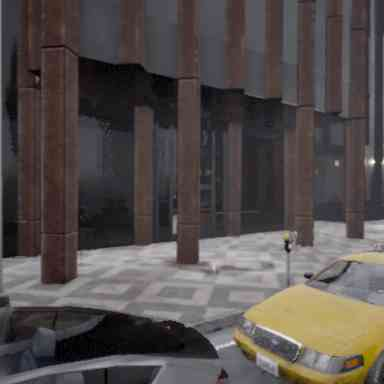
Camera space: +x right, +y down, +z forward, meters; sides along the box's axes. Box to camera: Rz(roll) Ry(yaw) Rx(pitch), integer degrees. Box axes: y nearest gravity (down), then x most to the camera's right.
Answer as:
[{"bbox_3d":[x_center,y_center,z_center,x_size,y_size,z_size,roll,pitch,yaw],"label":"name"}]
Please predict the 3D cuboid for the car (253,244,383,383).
[{"bbox_3d":[2.774,1.509,4.900,4.829,1.417,1.752,0,0,-35],"label":"car"}]

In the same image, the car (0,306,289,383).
[{"bbox_3d":[-1.697,1.545,1.786,4.313,1.339,1.947,0,0,-35],"label":"car"}]
